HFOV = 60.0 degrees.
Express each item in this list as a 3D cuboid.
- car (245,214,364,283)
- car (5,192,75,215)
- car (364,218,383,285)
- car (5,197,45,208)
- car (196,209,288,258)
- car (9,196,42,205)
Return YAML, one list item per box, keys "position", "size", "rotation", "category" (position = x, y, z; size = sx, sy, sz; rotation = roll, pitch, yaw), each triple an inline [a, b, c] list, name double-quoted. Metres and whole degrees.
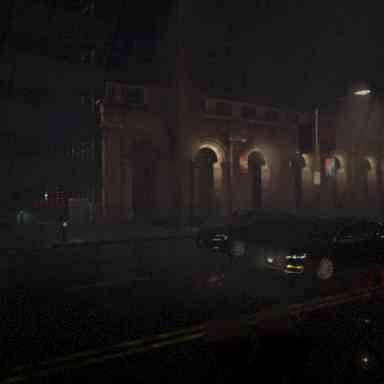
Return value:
- position: [4.122, 1.487, 9.633]
  size: [4.892, 1.490, 1.837]
  rotation: [0, 0, -29]
  category: "car"
- position: [-12.747, 0.997, 28.584]
  size: [5.566, 2.045, 2.435]
  rotation: [0, 0, -29]
  category: "car"
- position: [6.182, 1.206, 6.542]
  size: [5.566, 2.045, 2.150]
  rotation: [0, 0, -29]
  category: "car"
- position: [-22.307, 1.416, 44.444]
  size: [4.718, 1.301, 1.895]
  rotation: [0, 0, -29]
  category: "car"
- position: [2.515, 1.457, 12.744]
  size: [5.008, 1.535, 1.882]
  rotation: [0, 0, -29]
  category: "car"
- position: [-27.478, 1.356, 54.837]
  size: [4.786, 1.482, 2.161]
  rotation: [0, 0, -29]
  category: "car"
